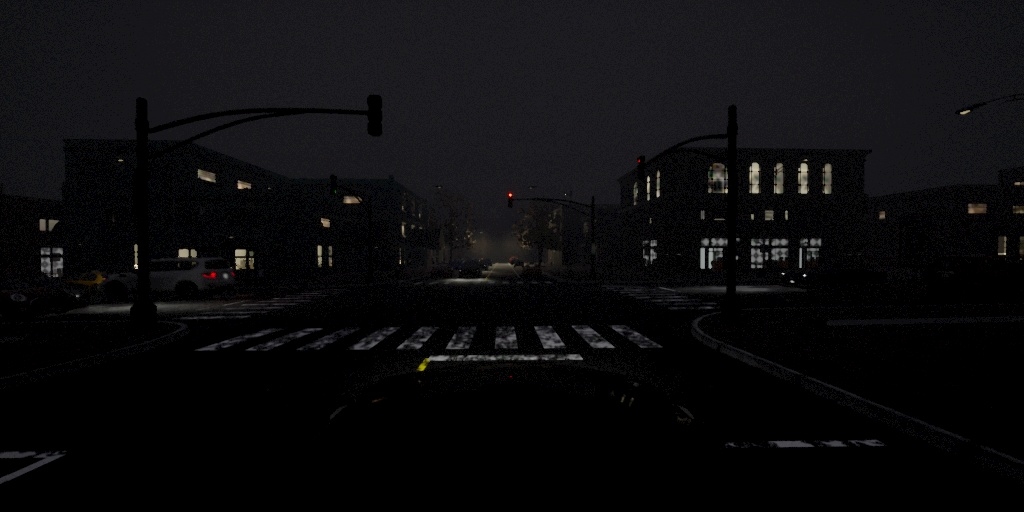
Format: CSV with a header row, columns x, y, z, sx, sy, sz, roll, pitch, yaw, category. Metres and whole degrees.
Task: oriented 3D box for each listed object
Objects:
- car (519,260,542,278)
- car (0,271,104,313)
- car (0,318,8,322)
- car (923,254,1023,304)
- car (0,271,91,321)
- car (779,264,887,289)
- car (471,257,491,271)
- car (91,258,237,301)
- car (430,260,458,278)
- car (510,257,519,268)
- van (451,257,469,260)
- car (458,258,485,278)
x,y,z,sx,sy,sz,roll,pitch,yaw,category
1.874,1.267,33.999,1.751,1.417,4.829,0,0,-1,car
-21.044,1.481,15.204,4.902,1.511,2.128,-1,1,-3,car
-5.661,1.295,1.105,1.888,1.381,4.507,0,0,-1,car
19.639,0.842,14.395,5.009,1.841,2.192,0,0,-3,car
-18.349,1.421,12.769,4.097,1.591,1.967,0,0,-3,car
17.860,1.094,20.109,4.718,1.301,1.895,-1,1,-3,car
-4.300,1.215,49.037,1.882,1.535,5.008,0,0,-1,car
-17.695,1.139,18.647,5.566,2.045,2.150,-1,1,-4,car
-6.499,1.323,33.614,1.802,1.307,4.207,0,0,-1,car
1.164,1.284,61.552,2.007,1.370,4.403,0,0,-1,car
-6.785,1.079,44.702,1.690,1.789,3.998,0,0,-1,van
-3.928,1.219,34.440,1.882,1.535,5.008,0,0,-2,car
